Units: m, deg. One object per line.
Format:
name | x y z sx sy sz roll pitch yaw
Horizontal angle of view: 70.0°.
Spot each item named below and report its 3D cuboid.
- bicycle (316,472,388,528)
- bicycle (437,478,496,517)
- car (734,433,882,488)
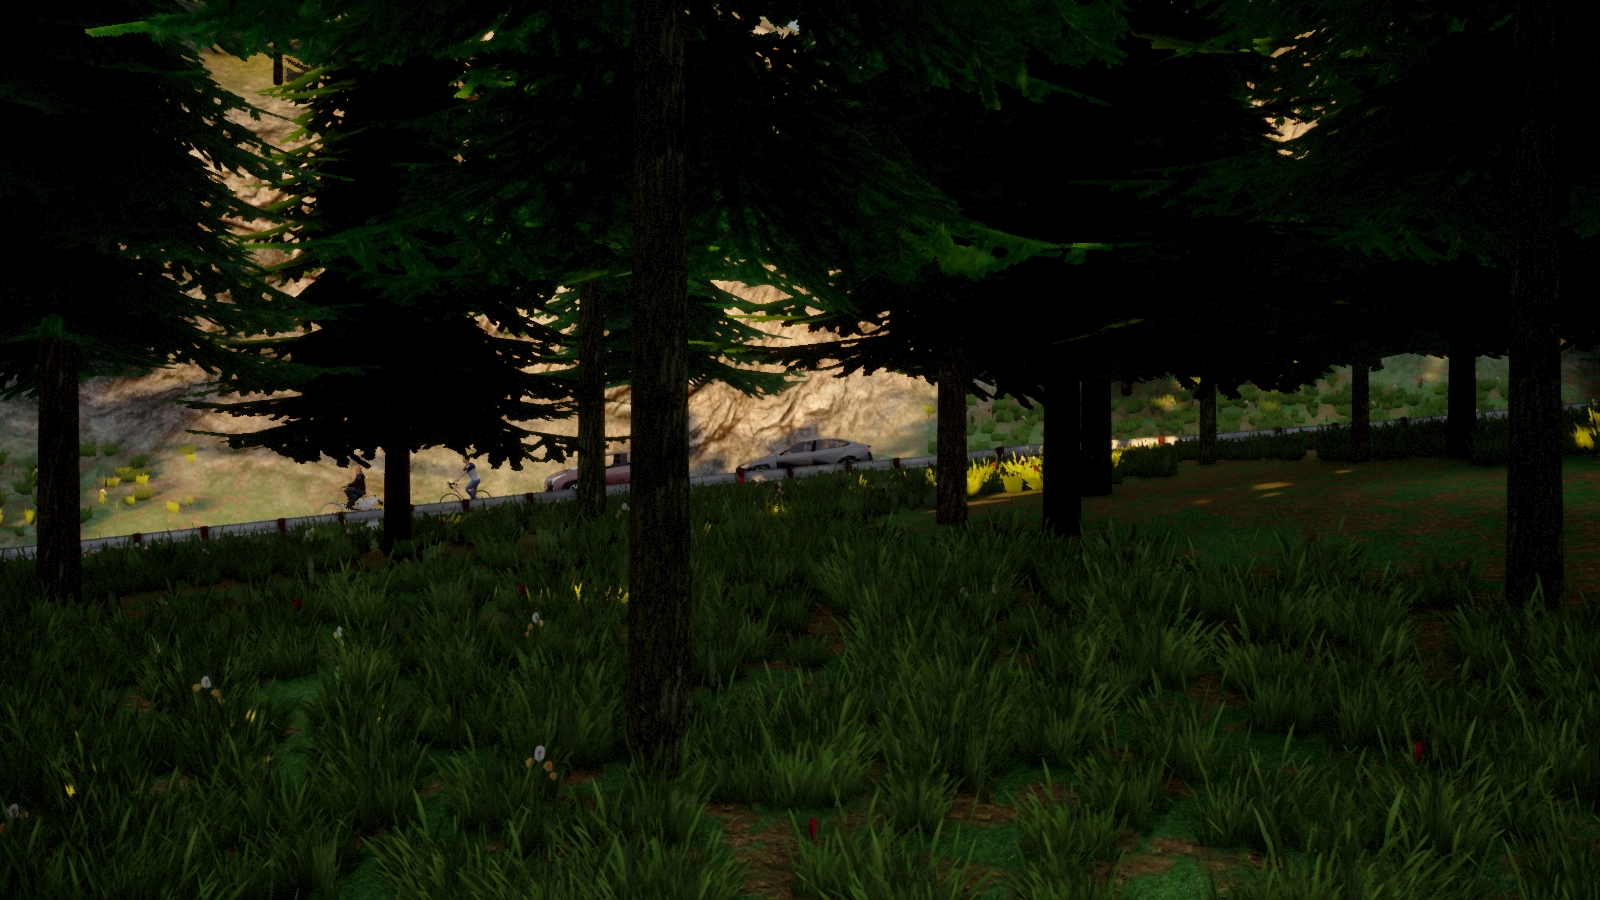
bicycle | -13.259 1.461 33.831 1.835 1.471 0.329 -5 3 -29
bicycle | -10.252 1.440 35.170 1.643 1.024 0.373 -5 3 -36
car | 0.231 0.348 39.656 4.792 1.488 2.163 -4 1 -7
